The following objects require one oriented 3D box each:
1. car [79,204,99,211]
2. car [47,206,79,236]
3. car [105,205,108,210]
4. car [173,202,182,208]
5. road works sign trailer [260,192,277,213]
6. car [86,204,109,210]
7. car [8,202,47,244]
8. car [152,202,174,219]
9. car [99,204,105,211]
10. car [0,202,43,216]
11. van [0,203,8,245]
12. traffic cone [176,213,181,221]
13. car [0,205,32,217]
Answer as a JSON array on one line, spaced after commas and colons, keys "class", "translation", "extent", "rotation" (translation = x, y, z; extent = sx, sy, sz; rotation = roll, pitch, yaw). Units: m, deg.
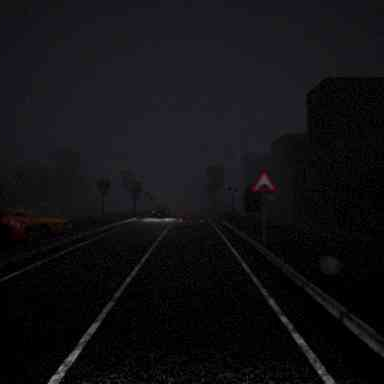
[{"class": "car", "translation": [-21.810, 3.165, 67.108], "extent": [4.674, 1.452, 2.002], "rotation": [0, -2, 0]}, {"class": "car", "translation": [-9.369, 1.596, 18.242], "extent": [5.366, 1.575, 1.946], "rotation": [0, -1, 0]}, {"class": "car", "translation": [-21.791, 3.350, 73.655], "extent": [5.008, 1.535, 2.097], "rotation": [0, -2, 0]}, {"class": "car", "translation": [-3.067, 3.428, 77.870], "extent": [2.033, 1.411, 5.357], "rotation": [0, -2, 0]}, {"class": "road works sign trailer", "translation": [12.336, 2.222, 53.520], "extent": [2.380, 2.880, 3.560], "rotation": [4, -37, 6]}, {"class": "car", "translation": [-21.769, 3.498, 76.801], "extent": [4.674, 1.452, 2.002], "rotation": [0, -2, 0]}, {"class": "car", "translation": [-9.572, 1.423, 15.326], "extent": [4.553, 1.767, 2.185], "rotation": [0, -1, 0]}, {"class": "car", "translation": [-3.311, 2.143, 36.813], "extent": [1.812, 1.442, 4.674], "rotation": [0, -2, 0]}, {"class": "car", "translation": [-21.793, 3.239, 70.384], "extent": [4.892, 1.521, 2.231], "rotation": [0, -2, 0]}, {"class": "car", "translation": [-21.947, 2.163, 42.793], "extent": [4.553, 1.767, 2.185], "rotation": [0, -2, 0]}, {"class": "van", "translation": [-9.643, 1.283, 12.290], "extent": [4.442, 1.987, 1.878], "rotation": [0, -1, 0]}, {"class": "traffic cone", "translation": [-1.354, 2.414, 31.500], "extent": [0.340, 0.580, 0.340], "rotation": [0, -2, 0]}, {"class": "car", "translation": [-21.888, 2.222, 39.619], "extent": [4.674, 1.452, 2.002], "rotation": [0, -2, 0]}]
